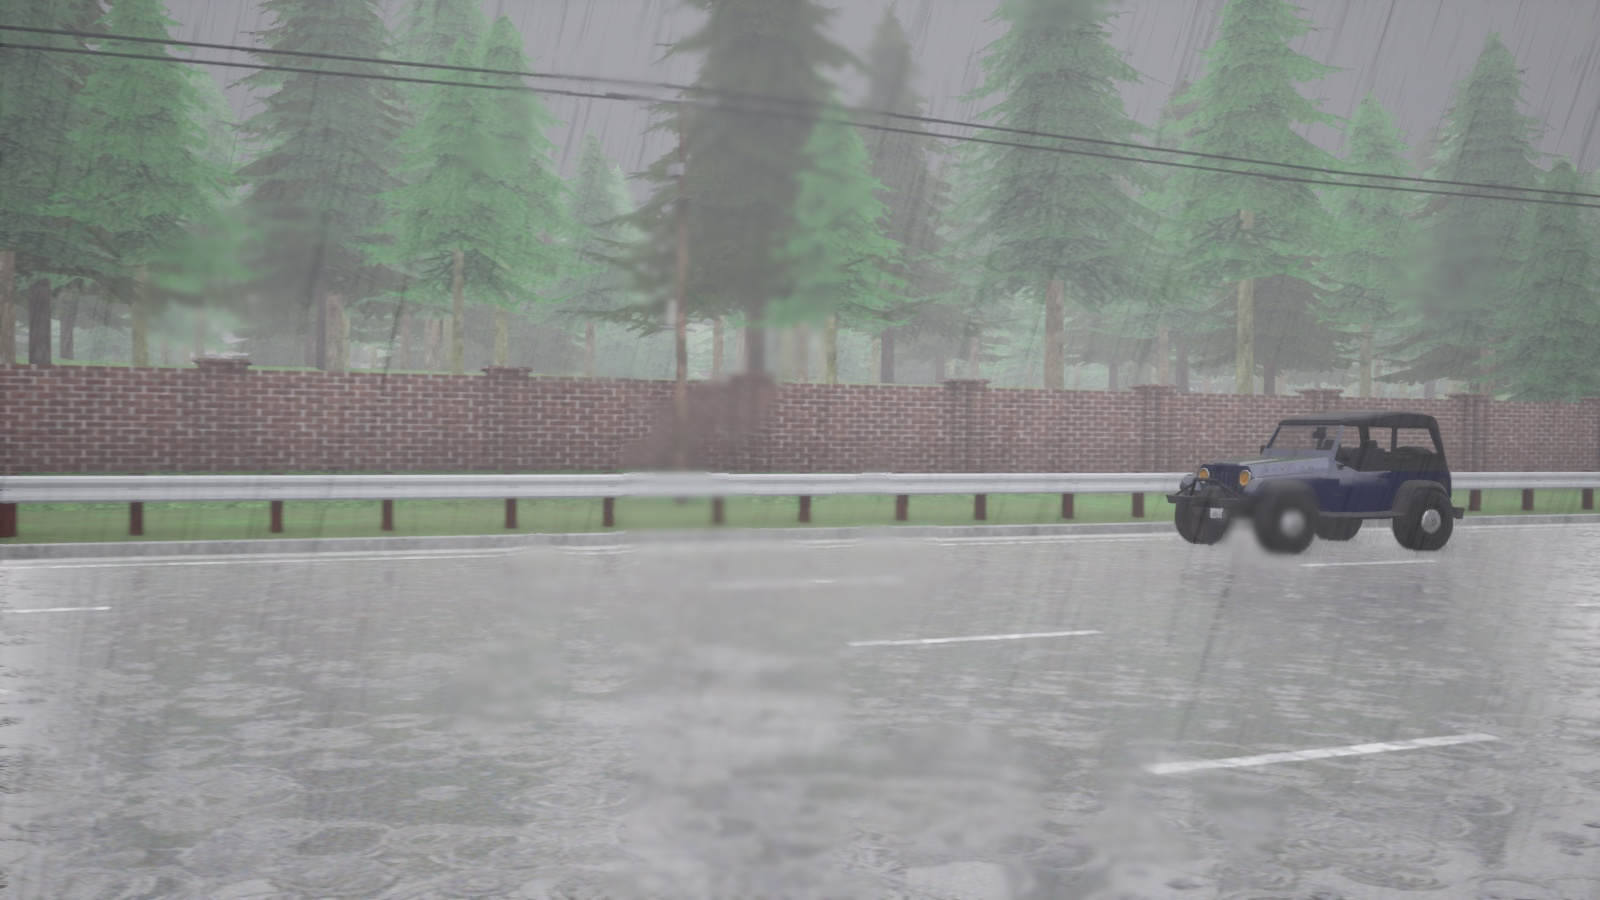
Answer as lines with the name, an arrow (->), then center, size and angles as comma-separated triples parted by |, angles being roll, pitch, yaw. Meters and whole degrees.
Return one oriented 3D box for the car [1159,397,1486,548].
car -> 7.121, 0.237, 17.171 | 3.866, 1.878, 1.905 | -1, 1, -21
